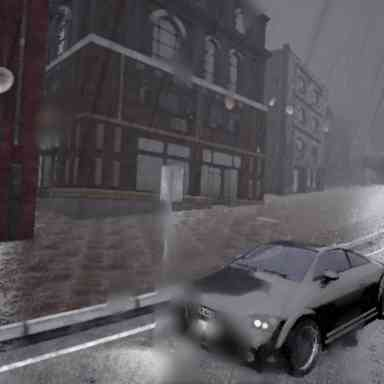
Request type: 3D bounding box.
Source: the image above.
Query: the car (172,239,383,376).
[{"bbox_3d":[1.714,1.554,5.605,4.181,1.385,1.994,-1,0,-40],"label":"car"}]
